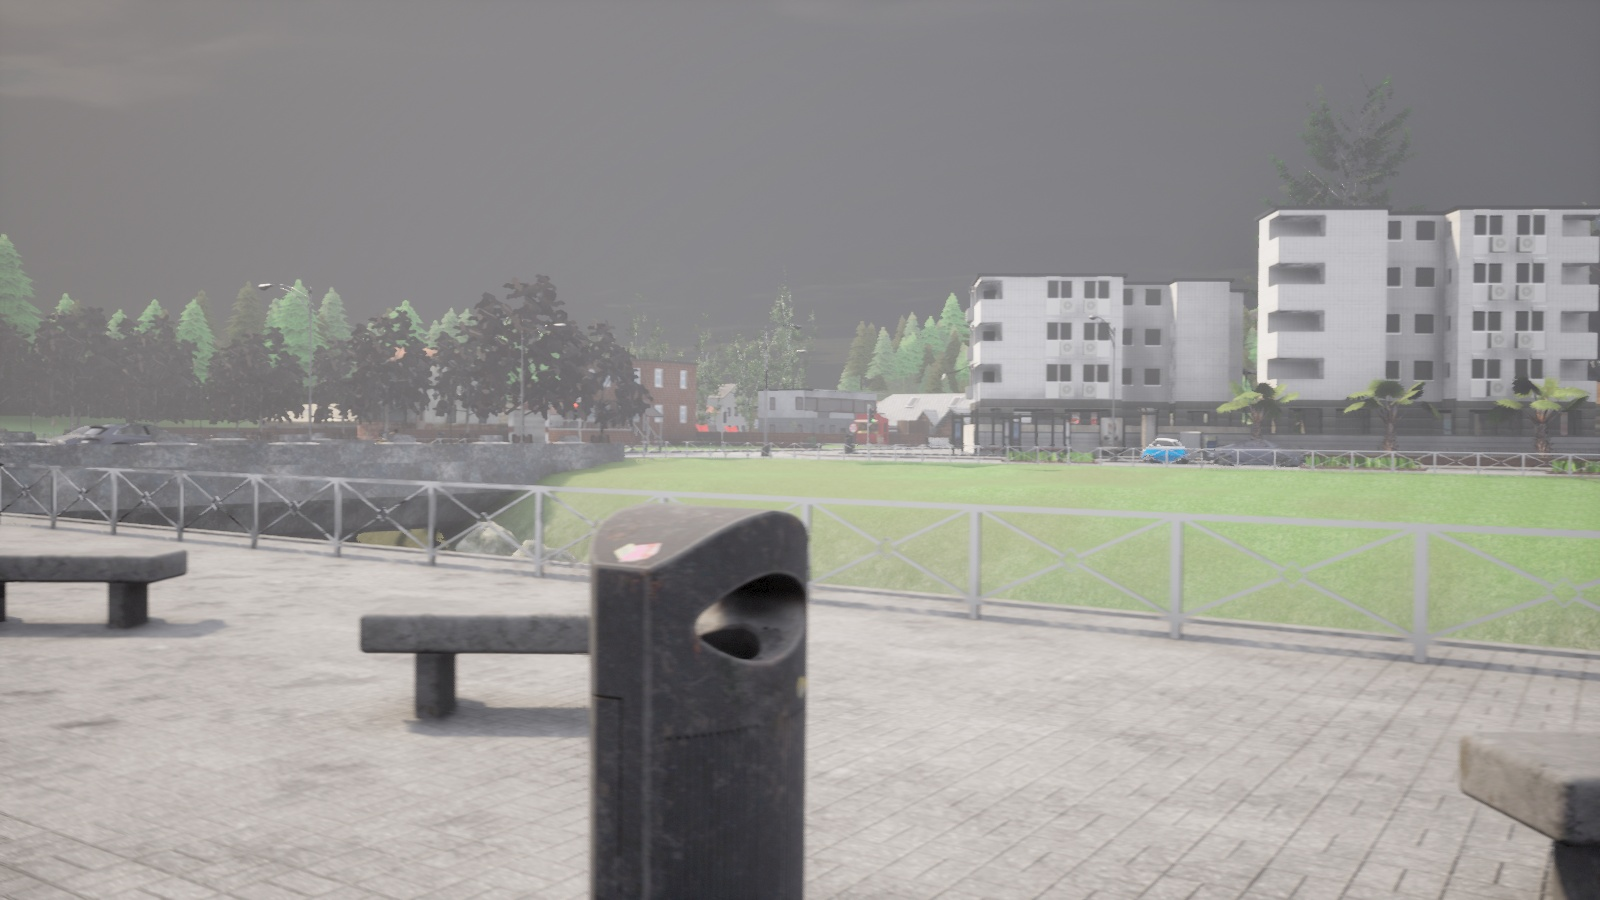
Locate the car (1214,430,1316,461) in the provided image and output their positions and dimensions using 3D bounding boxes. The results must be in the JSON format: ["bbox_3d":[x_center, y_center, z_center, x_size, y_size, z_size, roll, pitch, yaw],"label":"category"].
[{"bbox_3d":[21.818,-0.203,58.952,4.181,1.385,1.994,0,1,33],"label":"car"}]

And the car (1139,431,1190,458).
[{"bbox_3d":[19.037,-0.275,65.575,2.207,1.376,1.481,0,1,33],"label":"car"}]

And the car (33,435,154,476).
[{"bbox_3d":[-29.610,0.200,52.724,1.851,1.617,3.988,0,1,33],"label":"car"}]

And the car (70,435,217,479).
[{"bbox_3d":[-26.301,0.231,50.476,2.033,1.649,4.856,0,1,33],"label":"car"}]
